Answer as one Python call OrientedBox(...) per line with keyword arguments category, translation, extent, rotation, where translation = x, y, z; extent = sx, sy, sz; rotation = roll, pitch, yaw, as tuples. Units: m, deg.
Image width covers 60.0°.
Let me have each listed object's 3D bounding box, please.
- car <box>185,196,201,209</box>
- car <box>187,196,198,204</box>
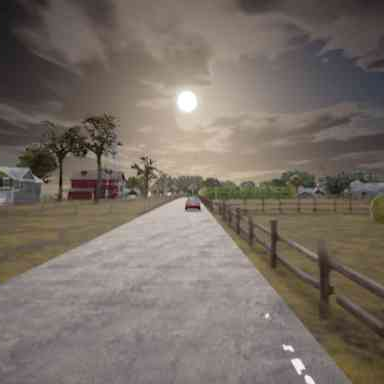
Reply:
OrientedBox(category="car", translation=(0.119, 1.515, 43.790), extent=(1.994, 1.385, 4.181), rotation=(0, 0, 0))
OrientedBox(category="car", translation=(0.124, 1.499, 61.785), extent=(2.033, 1.411, 5.357), rotation=(0, 0, 0))
